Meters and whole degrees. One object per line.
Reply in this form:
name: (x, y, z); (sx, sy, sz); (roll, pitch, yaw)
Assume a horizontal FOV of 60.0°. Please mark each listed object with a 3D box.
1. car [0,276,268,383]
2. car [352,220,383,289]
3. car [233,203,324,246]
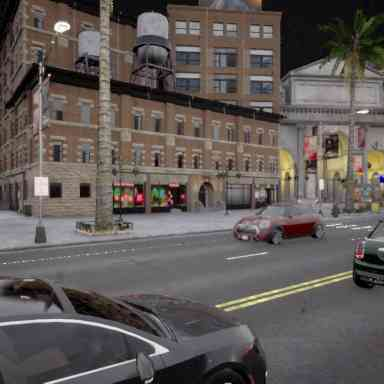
car: (-1.477, 1.505, 2.685); (4.892, 1.490, 1.837); (0, 0, -36)
car: (5.902, 1.352, 7.977); (4.553, 1.767, 2.097); (0, 0, -35)
car: (4.081, 1.352, 15.482); (4.553, 1.767, 2.097); (0, 0, -35)
